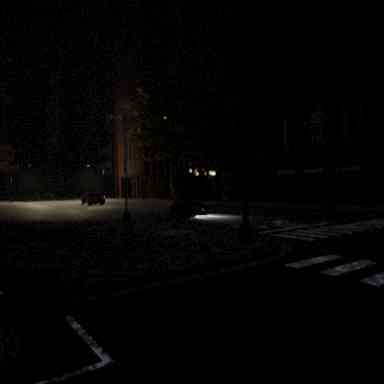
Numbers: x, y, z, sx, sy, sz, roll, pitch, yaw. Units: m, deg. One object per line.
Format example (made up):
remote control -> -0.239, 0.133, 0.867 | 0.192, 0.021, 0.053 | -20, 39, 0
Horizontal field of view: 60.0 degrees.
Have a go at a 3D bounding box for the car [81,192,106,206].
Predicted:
car -> -14.948, 1.046, 50.114 | 2.150, 2.045, 5.566 | -2, 0, -36

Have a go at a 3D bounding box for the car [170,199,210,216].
car -> -0.232, 1.310, 29.780 | 1.994, 1.385, 4.181 | -2, 1, -36

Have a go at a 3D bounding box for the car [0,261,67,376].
car -> -3.815, 1.568, 3.922 | 4.403, 1.369, 2.008 | -1, 1, -36
